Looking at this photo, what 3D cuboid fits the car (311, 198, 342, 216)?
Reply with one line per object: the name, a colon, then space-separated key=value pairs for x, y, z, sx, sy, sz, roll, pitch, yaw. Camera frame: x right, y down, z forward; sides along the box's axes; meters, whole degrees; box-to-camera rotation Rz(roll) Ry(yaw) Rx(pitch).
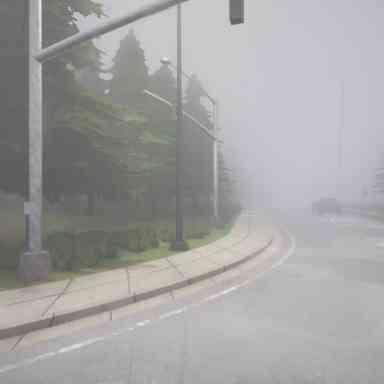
car: x=13.413 y=1.352 z=33.401 sx=2.097 sy=1.767 sz=4.553 roll=0 pitch=0 yaw=10
